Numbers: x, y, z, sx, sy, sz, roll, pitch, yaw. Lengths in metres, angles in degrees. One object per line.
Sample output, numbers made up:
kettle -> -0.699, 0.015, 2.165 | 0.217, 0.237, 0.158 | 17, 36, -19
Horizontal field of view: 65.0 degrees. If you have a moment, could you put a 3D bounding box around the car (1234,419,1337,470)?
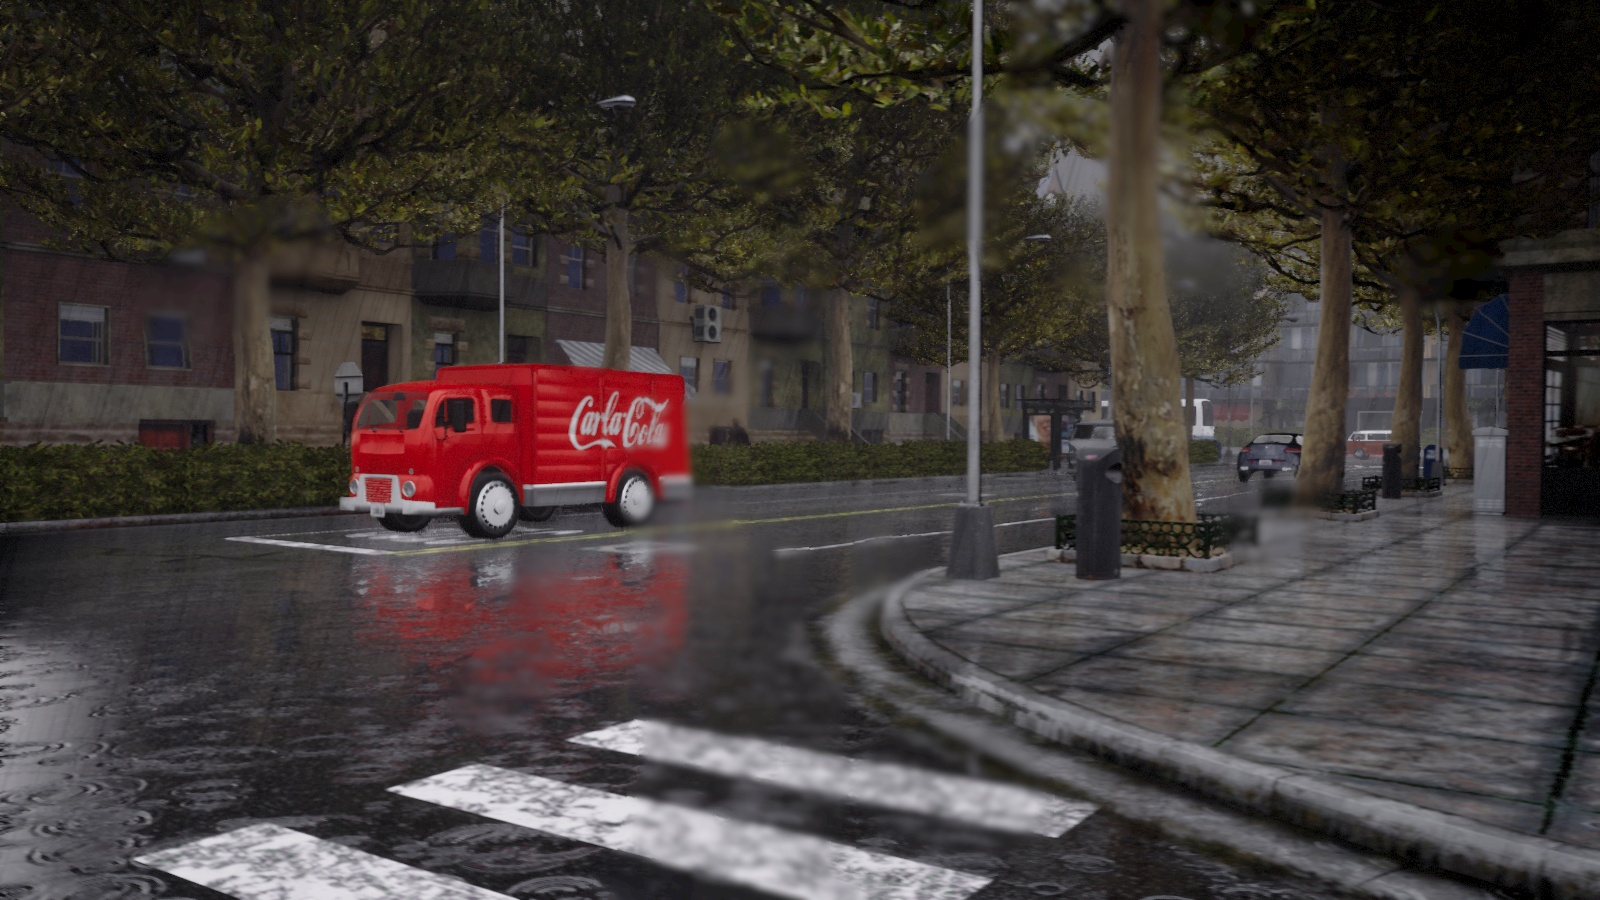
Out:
car -> 16.622, -0.219, 42.862 | 2.152, 1.651, 5.027 | 0, 1, 35

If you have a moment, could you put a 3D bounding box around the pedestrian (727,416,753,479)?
pedestrian -> -1.778, -0.073, 37.286 | 0.376, 1.854, 0.720 | 0, 1, 35

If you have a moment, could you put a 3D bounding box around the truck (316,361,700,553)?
truck -> -4.195, 0.043, 18.967 | 2.627, 2.467, 5.204 | 0, 1, 35

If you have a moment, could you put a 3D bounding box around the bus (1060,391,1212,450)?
bus -> 25.221, -2.130, 94.548 | 10.273, 4.253, 3.944 | 0, 1, 34

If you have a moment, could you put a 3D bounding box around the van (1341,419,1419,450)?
van -> 39.235, -1.055, 84.943 | 4.480, 2.038, 2.069 | 0, 1, 34

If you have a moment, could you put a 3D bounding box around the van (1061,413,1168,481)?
van -> 9.901, -0.127, 39.309 | 1.775, 1.987, 4.442 | 0, 1, 35
